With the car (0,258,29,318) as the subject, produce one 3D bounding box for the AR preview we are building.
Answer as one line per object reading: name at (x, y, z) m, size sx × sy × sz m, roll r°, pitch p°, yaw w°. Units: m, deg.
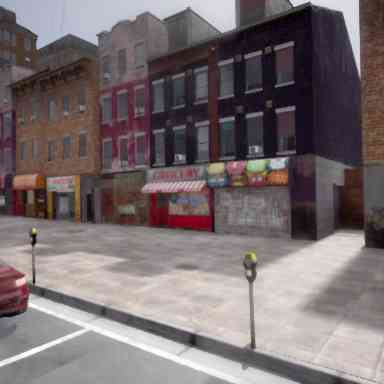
car at (-4.642, 1.587, 6.140) m, size 4.206 × 1.307 × 1.802 m, roll 0°, pitch -1°, yaw 36°
